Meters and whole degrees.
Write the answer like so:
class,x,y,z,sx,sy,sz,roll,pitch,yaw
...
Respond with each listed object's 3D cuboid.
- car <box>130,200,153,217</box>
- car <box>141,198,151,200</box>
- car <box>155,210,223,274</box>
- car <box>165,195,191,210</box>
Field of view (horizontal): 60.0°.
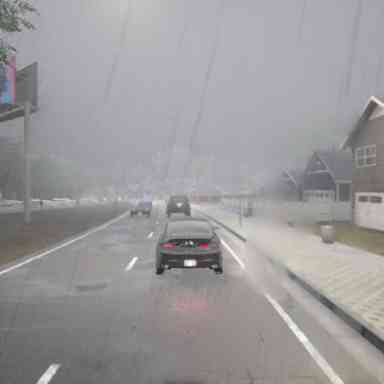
class,x,y,z,sx,sy,sz,roll,pitch,yaw
car,-4.966,1.709,32.795,1.895,1.301,4.718,0,0,-5
car,-6.401,1.614,46.255,1.882,1.535,5.008,0,0,-7
car,-0.116,1.539,10.742,1.837,1.490,4.892,0,0,-2
car,-1.375,1.317,32.037,2.150,2.045,5.566,0,0,-5
